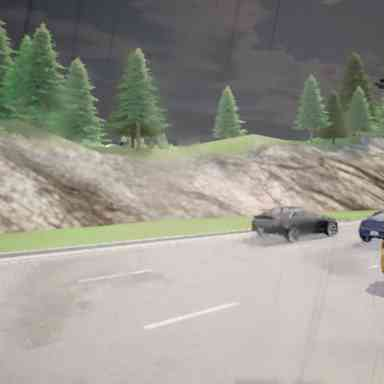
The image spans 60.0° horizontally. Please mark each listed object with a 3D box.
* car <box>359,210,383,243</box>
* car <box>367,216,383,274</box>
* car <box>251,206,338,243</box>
[{"bbox_3d":[9.049,1.453,14.443,4.674,1.442,1.812,0,0,-36],"label":"car"},{"bbox_3d":[6.804,1.429,8.552,5.008,1.535,1.882,0,0,-35],"label":"car"},{"bbox_3d":[4.982,1.430,15.833,4.902,1.511,2.128,0,0,-35],"label":"car"}]
